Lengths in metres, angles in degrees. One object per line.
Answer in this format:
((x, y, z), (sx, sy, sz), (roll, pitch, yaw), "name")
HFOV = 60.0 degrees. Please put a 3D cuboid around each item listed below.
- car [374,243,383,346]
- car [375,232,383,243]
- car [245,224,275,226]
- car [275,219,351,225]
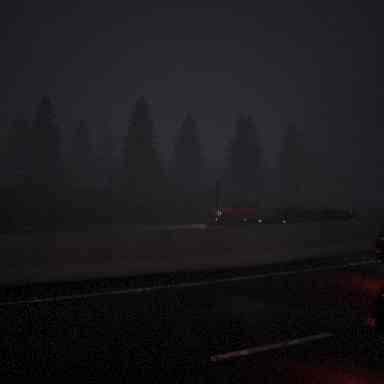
((4.710, 1.510, 4.517), (4.892, 1.490, 1.837), (1, 0, -24), "car")
((7.508, 1.508, 9.700), (4.902, 1.511, 2.128), (0, 0, -26), "car")
((5.795, 1.574, 20.775), (5.357, 1.411, 2.033), (0, 0, -29), "car")
((6.962, 1.625, 17.470), (4.718, 1.301, 1.895), (0, 0, -29), "car")
